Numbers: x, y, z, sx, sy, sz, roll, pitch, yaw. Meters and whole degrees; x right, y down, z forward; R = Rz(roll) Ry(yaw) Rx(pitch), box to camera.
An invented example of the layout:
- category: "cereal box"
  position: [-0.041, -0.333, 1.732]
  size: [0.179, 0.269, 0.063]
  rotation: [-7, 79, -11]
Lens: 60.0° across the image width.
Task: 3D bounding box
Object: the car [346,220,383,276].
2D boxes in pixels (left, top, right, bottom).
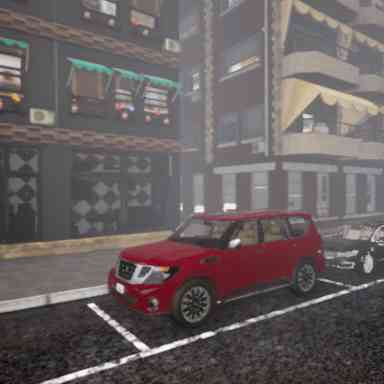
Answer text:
- category: "car"
  position: [5.375, 1.601, 10.417]
  size: [4.403, 1.369, 2.008]
  rotation: [0, -1, -35]

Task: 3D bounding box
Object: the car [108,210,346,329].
- category: "car"
  position: [0.823, 1.338, 7.152]
  size: [5.009, 1.841, 2.192]
  rotation: [0, -1, -35]
